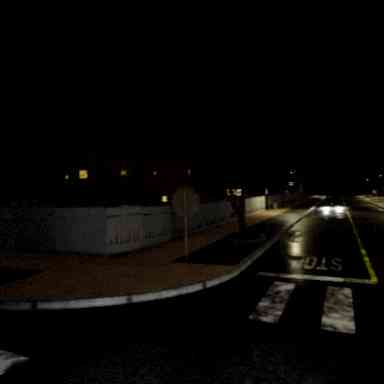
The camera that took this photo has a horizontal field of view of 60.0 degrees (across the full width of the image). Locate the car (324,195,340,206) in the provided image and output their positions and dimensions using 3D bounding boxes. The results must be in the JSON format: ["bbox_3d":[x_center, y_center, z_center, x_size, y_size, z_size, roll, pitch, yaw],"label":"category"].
[{"bbox_3d":[17.576,1.064,41.688,1.895,1.301,4.718,-2,0,24],"label":"car"}]
